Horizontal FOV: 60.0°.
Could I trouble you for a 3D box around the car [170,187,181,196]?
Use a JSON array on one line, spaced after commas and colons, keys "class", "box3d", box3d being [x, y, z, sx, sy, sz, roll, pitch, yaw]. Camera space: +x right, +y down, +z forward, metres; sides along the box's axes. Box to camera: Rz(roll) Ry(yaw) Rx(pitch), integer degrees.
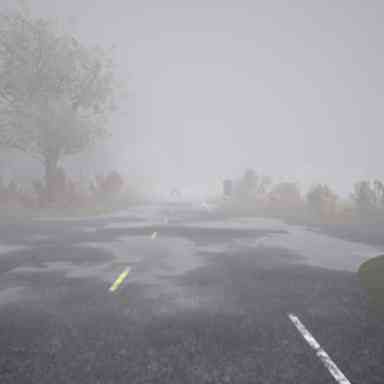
[{"class": "car", "box3d": [-3.529, -0.150, 70.839, 2.150, 2.045, 5.566, 0, 1, 0]}]
